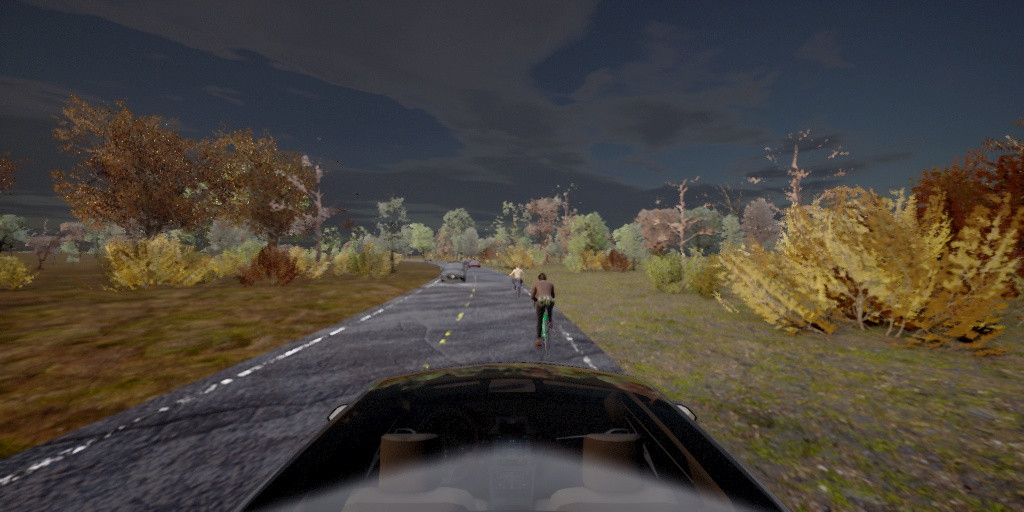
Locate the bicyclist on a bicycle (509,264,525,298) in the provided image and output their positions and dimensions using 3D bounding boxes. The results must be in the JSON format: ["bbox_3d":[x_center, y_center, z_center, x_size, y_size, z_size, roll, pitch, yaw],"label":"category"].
[{"bbox_3d":[0.274,1.187,17.531,0.866,1.612,1.509,0,0,-4],"label":"bicyclist on a bicycle"}]

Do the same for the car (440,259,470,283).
[{"bbox_3d":[-4.524,1.256,28.281,1.837,1.490,4.892,0,0,-6],"label":"car"}]

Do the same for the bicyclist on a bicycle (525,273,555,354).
[{"bbox_3d":[0.692,1.201,7.804,0.582,1.620,1.656,0,0,-1],"label":"bicyclist on a bicycle"}]

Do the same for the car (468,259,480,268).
[{"bbox_3d":[-6.730,1.309,62.388,1.994,1.385,4.181,0,0,-12],"label":"car"}]
